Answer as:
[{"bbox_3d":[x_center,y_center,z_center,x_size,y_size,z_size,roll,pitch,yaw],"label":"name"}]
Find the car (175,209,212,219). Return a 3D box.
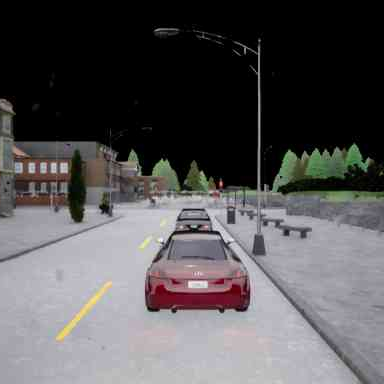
[{"bbox_3d":[0.081,1.547,16.972,2.033,1.411,5.357,0,0,0],"label":"car"}]

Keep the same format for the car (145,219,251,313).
[{"bbox_3d":[0.094,1.564,7.736,1.994,1.385,4.181,0,0,0],"label":"car"}]
